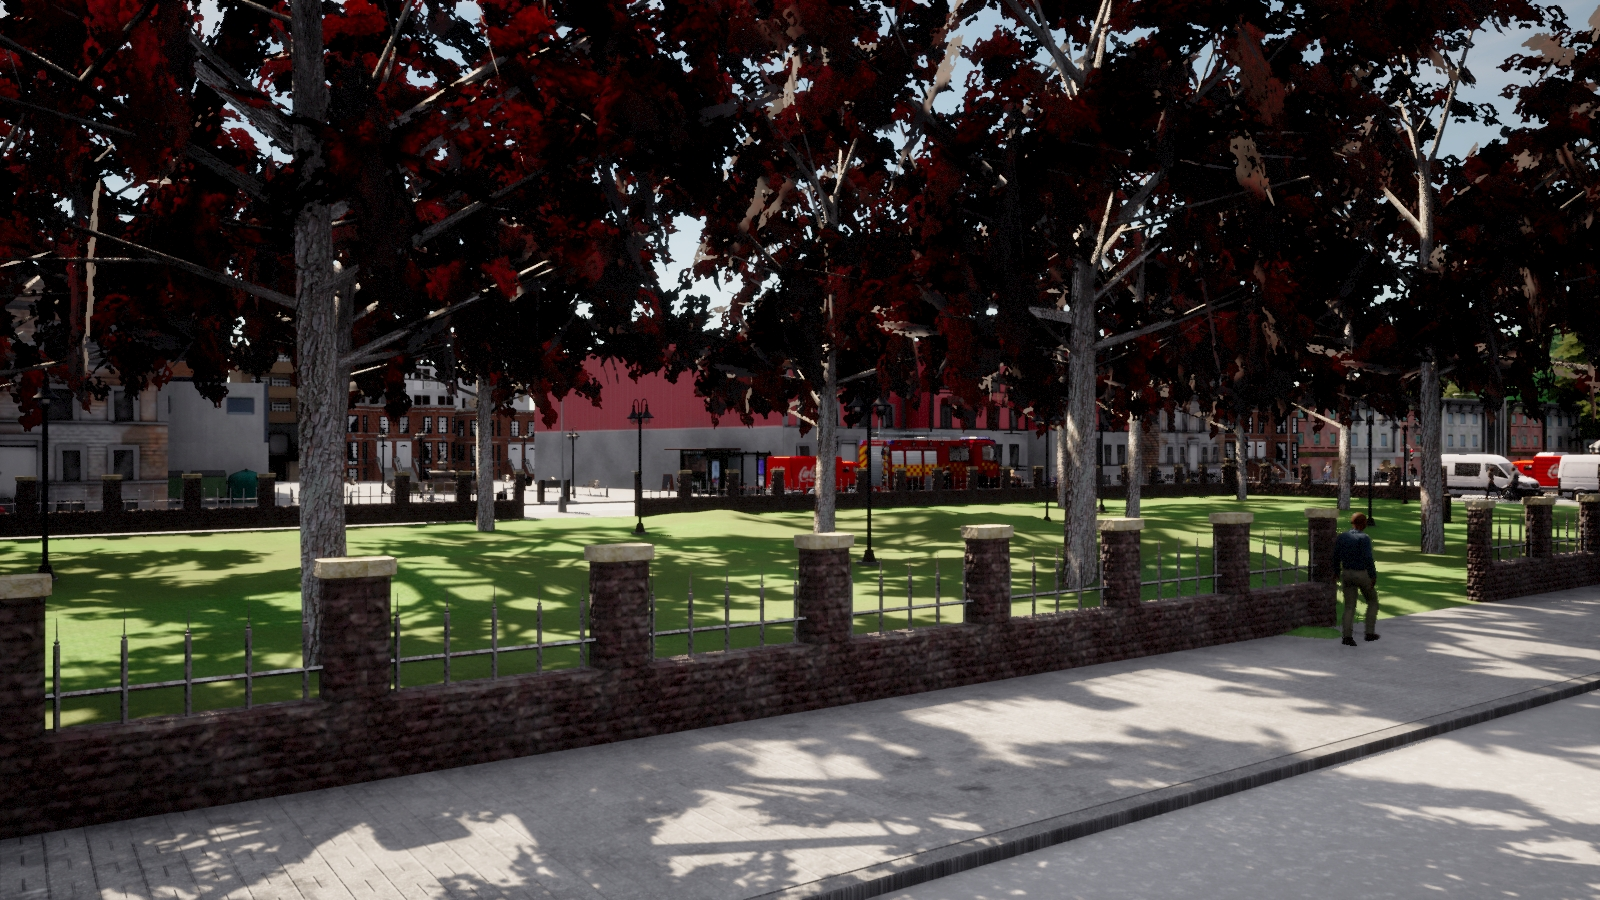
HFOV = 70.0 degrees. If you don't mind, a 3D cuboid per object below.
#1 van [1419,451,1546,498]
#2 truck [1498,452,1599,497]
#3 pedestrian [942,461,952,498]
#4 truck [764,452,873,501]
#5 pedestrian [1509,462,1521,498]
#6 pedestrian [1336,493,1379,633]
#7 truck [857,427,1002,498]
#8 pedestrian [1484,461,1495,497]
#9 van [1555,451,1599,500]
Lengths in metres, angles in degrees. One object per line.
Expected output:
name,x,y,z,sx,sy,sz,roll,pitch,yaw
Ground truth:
van,38.735,1.314,65.046,1.988,2.561,5.915,0,0,-34
truck,43.313,1.345,65.355,2.627,2.467,5.204,0,0,-35
pedestrian,7.618,1.524,59.130,0.375,1.860,0.375,0,0,-36
truck,0.982,1.348,60.339,5.204,2.467,2.627,0,0,-35
pedestrian,36.694,1.525,58.635,0.375,1.860,0.375,0,0,-30
pedestrian,7.590,1.525,15.553,0.375,1.860,0.375,0,0,-31
truck,7.473,0.671,65.186,8.468,3.827,2.891,0,0,-35
pedestrian,35.986,1.523,59.648,0.375,1.860,0.375,0,0,-37
van,42.801,1.314,59.145,1.988,2.561,5.915,0,0,-34
